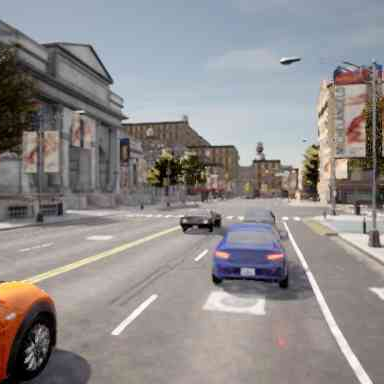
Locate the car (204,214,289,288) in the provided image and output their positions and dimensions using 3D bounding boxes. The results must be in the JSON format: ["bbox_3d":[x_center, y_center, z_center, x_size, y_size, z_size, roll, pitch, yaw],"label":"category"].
[{"bbox_3d":[1.685,1.574,9.440,1.812,1.442,4.674,0,0,12],"label":"car"}]

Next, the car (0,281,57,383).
[{"bbox_3d":[-3.014,1.356,2.725,2.097,1.767,4.553,0,0,5],"label":"car"}]

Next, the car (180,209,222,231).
[{"bbox_3d":[0.701,1.697,20.871,1.895,1.301,4.718,0,0,13],"label":"car"}]

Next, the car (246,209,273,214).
[{"bbox_3d":[3.792,1.644,18.732,2.033,1.411,5.357,0,0,13],"label":"car"}]
